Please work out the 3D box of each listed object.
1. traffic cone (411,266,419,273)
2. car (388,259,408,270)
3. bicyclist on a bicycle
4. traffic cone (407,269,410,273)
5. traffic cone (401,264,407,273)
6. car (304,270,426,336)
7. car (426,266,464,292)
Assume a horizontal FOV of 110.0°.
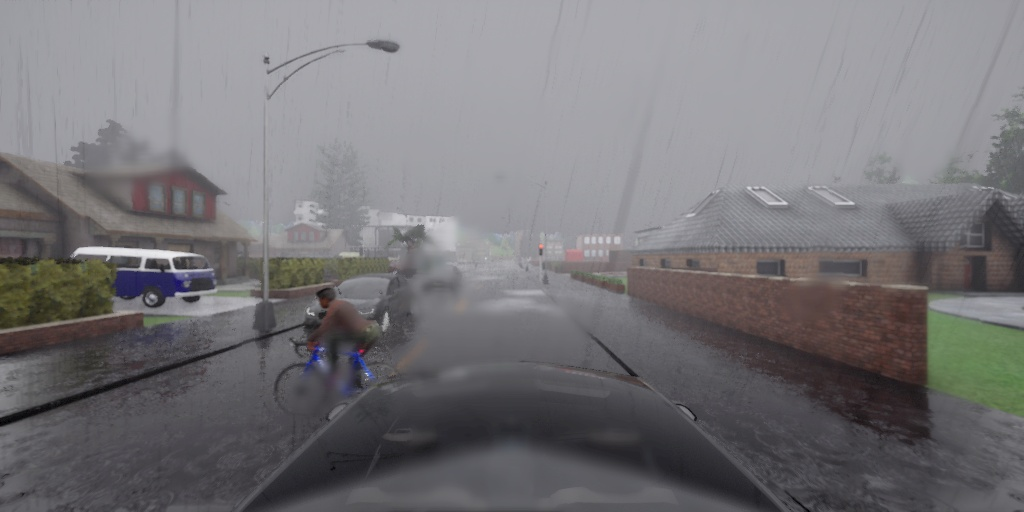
[{"bbox_3d":[-14.783,1.882,54.555,0.344,0.586,0.344,0,0,0],"label":"traffic cone"},{"bbox_3d":[-14.661,1.456,41.817,5.008,1.535,1.882,0,0,0],"label":"car"},{"bbox_3d":[-2.169,1.218,4.509,1.656,1.620,0.582,0,0,0],"label":"bicyclist on a bicycle"},{"bbox_3d":[-15.774,1.852,53.508,0.344,0.586,0.344,0,0,0],"label":"traffic cone"},{"bbox_3d":[-16.131,1.852,52.936,0.344,0.586,0.344,0,0,0],"label":"traffic cone"},{"bbox_3d":[-4.147,1.308,10.692,1.837,1.490,4.892,0,-1,0],"label":"car"},{"bbox_3d":[-4.151,1.373,22.340,1.837,1.490,4.892,0,-1,0],"label":"car"}]
